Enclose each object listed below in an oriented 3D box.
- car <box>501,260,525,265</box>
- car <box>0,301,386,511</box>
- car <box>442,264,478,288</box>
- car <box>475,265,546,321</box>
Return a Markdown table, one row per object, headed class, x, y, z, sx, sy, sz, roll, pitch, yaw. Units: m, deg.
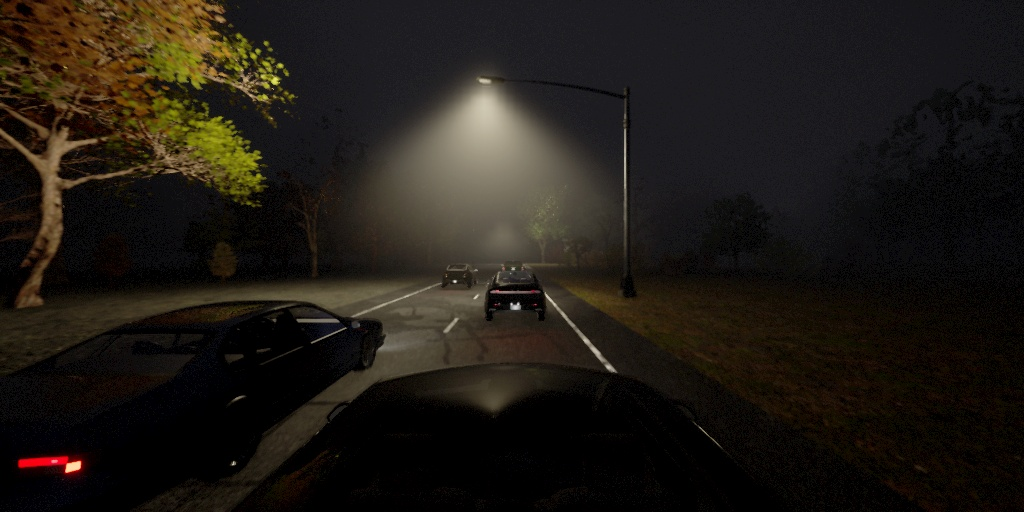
| class | x | y | z | sx | sy | sz | roll | pitch | yaw |
| --- | --- | --- | --- | --- | --- | --- | --- | --- | --- |
| car | 0.103 | 1.112 | 31.625 | 2.097 | 1.767 | 4.553 | 0 | 0 | 0 |
| car | -3.397 | 1.298 | 4.621 | 2.033 | 1.411 | 5.357 | 0 | 0 | 0 |
| car | -3.398 | 1.262 | 23.772 | 1.837 | 1.490 | 4.892 | 0 | 0 | 0 |
| car | 0.103 | 1.245 | 12.571 | 2.128 | 1.511 | 4.902 | 0 | 0 | 0 |
